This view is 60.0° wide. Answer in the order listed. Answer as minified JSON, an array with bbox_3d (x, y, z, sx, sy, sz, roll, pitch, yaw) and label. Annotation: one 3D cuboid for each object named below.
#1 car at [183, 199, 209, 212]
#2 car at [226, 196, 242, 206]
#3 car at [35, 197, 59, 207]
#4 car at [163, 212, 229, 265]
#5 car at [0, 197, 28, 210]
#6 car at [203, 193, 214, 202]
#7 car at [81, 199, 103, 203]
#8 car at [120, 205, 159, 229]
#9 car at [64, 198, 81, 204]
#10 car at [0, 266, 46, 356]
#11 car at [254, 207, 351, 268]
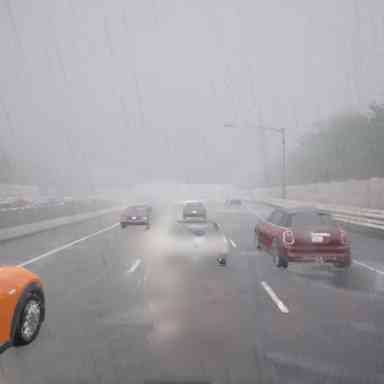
[{"bbox_3d":[0.210,1.565,28.851,1.994,1.385,4.181,0,0,0],"label":"car"},{"bbox_3d":[7.215,1.507,55.474,1.882,1.535,5.008,0,0,3],"label":"car"},{"bbox_3d":[-20.802,1.518,47.985,1.837,1.490,4.892,0,0,1],"label":"car"},{"bbox_3d":[0.125,1.601,11.590,1.895,1.301,4.718,0,0,0],"label":"car"},{"bbox_3d":[-23.639,1.487,44.280,1.882,1.535,5.008,0,0,-3],"label":"car"},{"bbox_3d":[4.182,1.566,78.187,1.882,1.535,5.008,0,0,1],"label":"car"},{"bbox_3d":[-13.809,1.615,47.624,1.895,1.301,4.718,0,0,1],"label":"car"},{"bbox_3d":[-3.334,1.548,21.681,2.033,1.411,5.357,0,0,0],"label":"car"},{"bbox_3d":[-17.286,1.617,49.266,1.895,1.301,4.718,0,0,1],"label":"car"},{"bbox_3d":[-3.393,1.352,3.487,2.097,1.767,4.553,0,0,0],"label":"car"},{"bbox_3d":[3.524,1.348,11.460,2.097,1.767,4.553,0,0,0],"label":"car"}]
